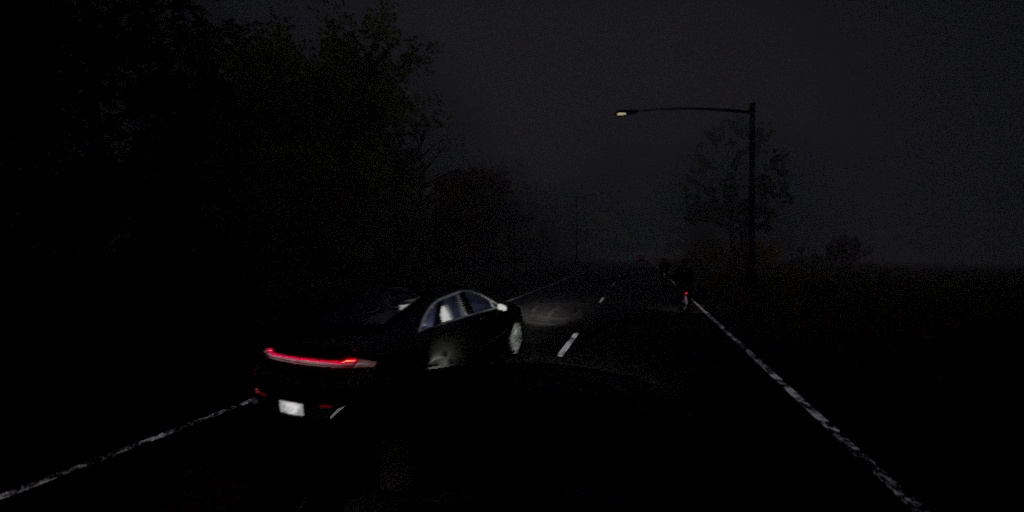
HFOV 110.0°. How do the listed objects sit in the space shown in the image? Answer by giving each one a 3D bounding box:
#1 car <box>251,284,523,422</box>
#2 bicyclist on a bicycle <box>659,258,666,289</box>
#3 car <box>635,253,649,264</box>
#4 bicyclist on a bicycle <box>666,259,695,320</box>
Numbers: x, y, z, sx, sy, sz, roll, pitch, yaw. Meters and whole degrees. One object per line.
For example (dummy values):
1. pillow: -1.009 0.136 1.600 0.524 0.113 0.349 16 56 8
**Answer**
1. car: -1.269 1.186 5.664 2.128 1.511 4.902 0 1 20
2. bicyclist on a bicycle: 8.187 0.939 19.284 0.582 1.620 1.656 0 1 20
3. car: 20.629 0.477 56.974 2.033 1.411 5.357 0 1 20
4. bicyclist on a bicycle: 5.253 0.980 11.000 0.659 1.776 1.843 0 1 19
